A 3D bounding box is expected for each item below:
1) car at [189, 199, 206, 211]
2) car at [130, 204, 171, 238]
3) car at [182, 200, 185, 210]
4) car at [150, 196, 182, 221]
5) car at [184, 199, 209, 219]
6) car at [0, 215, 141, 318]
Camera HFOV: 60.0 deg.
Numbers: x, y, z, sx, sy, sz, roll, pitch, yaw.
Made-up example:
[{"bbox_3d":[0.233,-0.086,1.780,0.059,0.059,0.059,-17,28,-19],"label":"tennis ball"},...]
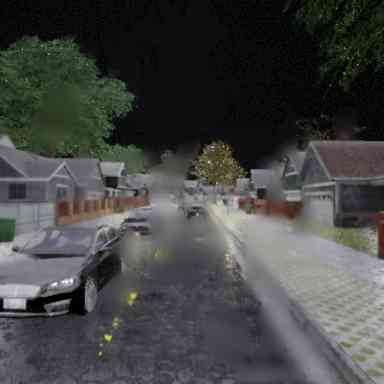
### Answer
[{"bbox_3d":[0.751,1.747,45.742,2.128,1.511,4.902,0,0,1],"label":"car"},{"bbox_3d":[-2.578,1.636,18.566,2.033,1.411,5.357,0,0,1],"label":"car"},{"bbox_3d":[-2.041,1.745,46.971,2.128,1.511,4.902,0,0,1],"label":"car"},{"bbox_3d":[-2.366,1.364,29.195,2.150,2.045,5.566,0,0,1],"label":"car"},{"bbox_3d":[0.519,1.678,30.872,1.837,1.490,4.892,0,0,1],"label":"car"},{"bbox_3d":[-2.754,1.521,7.708,2.128,1.511,4.902,0,0,1],"label":"car"}]
